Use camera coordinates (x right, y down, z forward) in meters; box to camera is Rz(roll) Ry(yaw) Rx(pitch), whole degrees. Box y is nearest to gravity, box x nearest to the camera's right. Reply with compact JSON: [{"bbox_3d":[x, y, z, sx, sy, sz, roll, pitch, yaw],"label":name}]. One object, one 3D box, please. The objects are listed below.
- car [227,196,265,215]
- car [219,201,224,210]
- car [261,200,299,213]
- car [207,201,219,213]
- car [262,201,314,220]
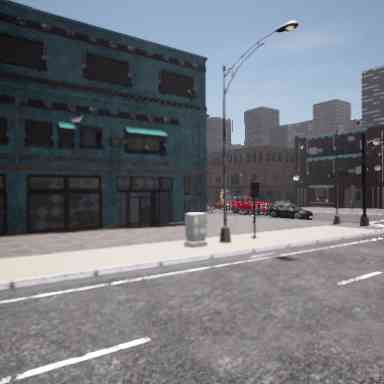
[{"bbox_3d":[6.822,1.534,38.216,2.150,2.045,5.566,-1,0,-35],"label":"car"},{"bbox_3d":[4.659,1.972,51.251,1.802,1.307,4.206,-1,0,-35],"label":"car"},{"bbox_3d":[11.078,1.816,42.233,2.008,1.369,4.403,-2,0,-35],"label":"car"},{"bbox_3d":[1.040,1.851,41.880,1.967,1.590,4.097,-1,0,-35],"label":"car"},{"bbox_3d":[8.992,1.818,30.506,1.947,1.339,4.313,-1,0,-35],"label":"car"}]
